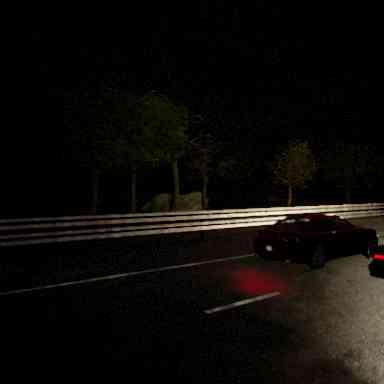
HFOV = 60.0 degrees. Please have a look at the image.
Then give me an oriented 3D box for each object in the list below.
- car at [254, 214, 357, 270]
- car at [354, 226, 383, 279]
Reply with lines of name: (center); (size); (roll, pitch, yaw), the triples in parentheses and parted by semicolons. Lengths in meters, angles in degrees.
car: (4.282, 1.476, 11.148); (5.008, 1.535, 1.882); (0, 0, -35)
car: (6.650, 1.546, 8.535); (5.357, 1.411, 2.033); (0, 0, -35)
